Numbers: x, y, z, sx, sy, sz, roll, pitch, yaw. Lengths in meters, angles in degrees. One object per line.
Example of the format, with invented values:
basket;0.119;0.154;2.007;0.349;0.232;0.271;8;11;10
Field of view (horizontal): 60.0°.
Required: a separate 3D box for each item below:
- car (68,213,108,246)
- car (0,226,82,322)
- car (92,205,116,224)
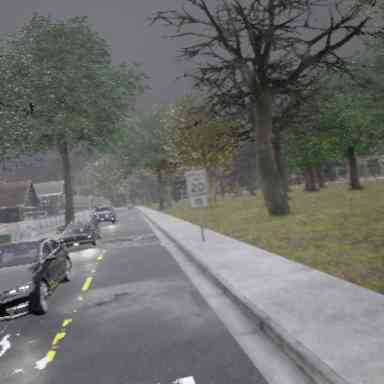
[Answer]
car;-6.438;2.360;19.616;2.033;1.411;5.357;-7;0;-10
car;-4.388;2.026;8.510;2.128;1.511;4.902;-7;0;-11
car;-9.541;2.514;36.321;2.150;2.045;5.566;-7;-1;-10
